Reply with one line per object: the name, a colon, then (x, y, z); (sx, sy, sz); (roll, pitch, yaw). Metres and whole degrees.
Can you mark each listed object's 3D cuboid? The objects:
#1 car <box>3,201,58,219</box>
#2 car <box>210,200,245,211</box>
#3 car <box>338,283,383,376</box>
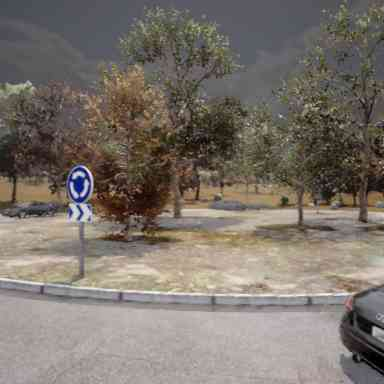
car: (-14.687, 1.595, 30.429); (1.837, 1.490, 4.892); (-2, -1, 29)
car: (4.306, 1.635, 40.058); (4.181, 1.385, 1.994); (0, 0, 11)
car: (4.065, 1.574, 4.169); (4.181, 1.385, 1.994); (0, 0, -14)
